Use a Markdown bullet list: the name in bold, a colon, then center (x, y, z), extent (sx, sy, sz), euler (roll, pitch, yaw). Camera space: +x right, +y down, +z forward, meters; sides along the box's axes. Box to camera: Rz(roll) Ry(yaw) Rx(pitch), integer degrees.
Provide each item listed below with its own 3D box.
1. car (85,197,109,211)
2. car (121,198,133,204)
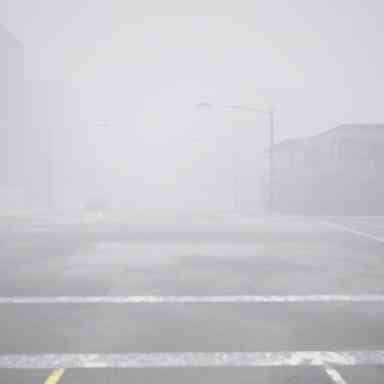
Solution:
- **car**: center (-11.889, 1.459, 41.722), extent (2.097, 1.767, 4.553), euler (0, -1, -2)
- **car**: center (-12.936, 1.859, 66.482), extent (1.882, 1.535, 5.008), euler (0, 0, -2)
